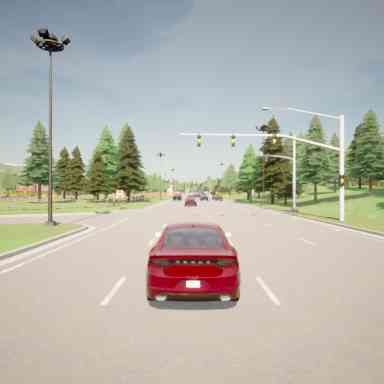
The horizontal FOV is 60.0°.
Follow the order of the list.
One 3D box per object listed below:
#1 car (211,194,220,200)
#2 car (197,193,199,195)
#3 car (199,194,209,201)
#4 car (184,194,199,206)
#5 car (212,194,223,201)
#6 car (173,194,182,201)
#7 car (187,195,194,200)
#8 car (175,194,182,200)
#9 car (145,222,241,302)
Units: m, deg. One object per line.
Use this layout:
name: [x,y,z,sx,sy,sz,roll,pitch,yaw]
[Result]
car: [6.642,1.372,94.026,2.033,1.411,5.357,0,0,0]
car: [3.142,1.358,94.013,2.128,1.511,4.902,0,0,0]
car: [3.180,1.517,84.010,1.812,1.442,4.674,0,0,0]
car: [-0.201,1.526,52.967,1.812,1.442,4.674,0,0,0]
car: [6.682,1.517,83.607,2.128,1.511,4.902,0,0,0]
car: [-3.818,1.469,83.566,1.882,1.535,5.008,0,0,0]
car: [-0.358,1.428,94.030,1.895,1.301,4.718,0,0,0]
car: [-3.858,1.310,93.986,1.882,1.535,5.008,0,0,0]
car: [0.031,1.478,8.365,1.882,1.535,5.008,0,0,0]
